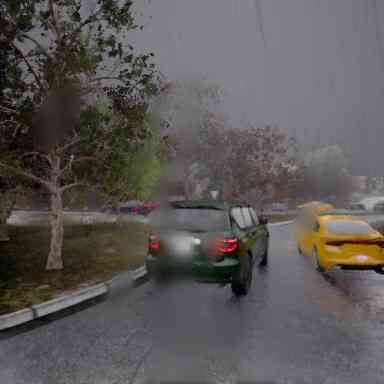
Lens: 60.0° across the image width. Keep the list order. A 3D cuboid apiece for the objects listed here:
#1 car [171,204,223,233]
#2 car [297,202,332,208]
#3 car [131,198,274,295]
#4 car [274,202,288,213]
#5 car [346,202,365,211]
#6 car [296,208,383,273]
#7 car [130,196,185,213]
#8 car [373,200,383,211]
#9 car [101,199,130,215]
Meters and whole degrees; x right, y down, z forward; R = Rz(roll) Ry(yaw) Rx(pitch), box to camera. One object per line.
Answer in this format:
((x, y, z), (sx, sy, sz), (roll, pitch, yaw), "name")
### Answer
((0.162, 1.614, 22.053), (1.882, 1.535, 5.008), (0, 0, -18), "car")
((15.322, 1.963, 41.490), (5.008, 1.535, 1.882), (1, -1, -28), "car")
((0.759, 1.260, 9.152), (2.150, 2.045, 5.566), (0, -1, 20), "car")
((10.253, 1.990, 42.581), (4.181, 1.385, 1.994), (1, -1, -26), "car")
((26.144, 2.330, 53.181), (1.994, 1.385, 4.181), (0, -1, 44), "car")
((4.705, 1.533, 10.948), (1.882, 1.535, 5.008), (0, 0, 8), "car")
((-3.156, 1.447, 33.899), (5.566, 2.045, 2.150), (0, 0, -14), "car")
((30.461, 2.133, 53.104), (2.097, 1.767, 4.553), (0, -1, 40), "car")
((-7.611, 1.593, 36.402), (4.553, 1.767, 2.097), (0, -1, -2), "car")
